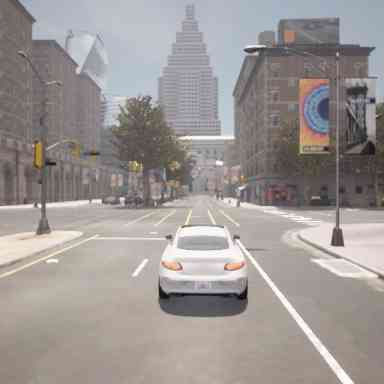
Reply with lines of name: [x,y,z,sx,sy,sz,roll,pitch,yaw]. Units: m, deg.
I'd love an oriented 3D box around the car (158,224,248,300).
car: [0.266,1.524,8.303,1.812,1.442,4.674,0,0,2]

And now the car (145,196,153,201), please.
car: [-9.821,1.541,73.125,1.994,1.385,4.181,0,0,1]

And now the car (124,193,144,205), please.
car: [-10.242,1.212,57.790,2.150,2.045,5.566,0,0,2]

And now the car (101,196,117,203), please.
car: [-16.705,1.584,67.376,1.895,1.301,4.718,0,0,1]

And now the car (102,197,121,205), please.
car: [-13.756,1.538,57.379,2.033,1.411,5.357,0,0,2]

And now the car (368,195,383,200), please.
car: [36.007,1.470,67.556,2.231,1.521,4.892,0,0,1]
